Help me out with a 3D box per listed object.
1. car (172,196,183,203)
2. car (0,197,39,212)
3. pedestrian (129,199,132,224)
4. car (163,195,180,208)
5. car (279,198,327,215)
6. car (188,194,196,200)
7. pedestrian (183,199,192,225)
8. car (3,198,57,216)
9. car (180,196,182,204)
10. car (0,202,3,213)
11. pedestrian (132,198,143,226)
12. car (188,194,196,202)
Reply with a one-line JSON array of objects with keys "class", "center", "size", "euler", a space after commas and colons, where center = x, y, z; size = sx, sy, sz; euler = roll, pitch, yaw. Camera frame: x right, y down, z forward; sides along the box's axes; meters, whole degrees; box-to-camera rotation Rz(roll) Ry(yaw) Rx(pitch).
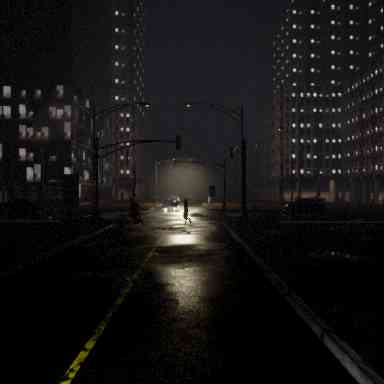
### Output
[{"class": "car", "center": [-3.013, 1.530, 70.933], "size": [2.033, 1.411, 5.357], "euler": [0, 0, 0]}, {"class": "car", "center": [-19.212, 1.360, 36.368], "size": [4.097, 1.590, 1.967], "euler": [0, -1, -1]}, {"class": "pedestrian", "center": [-4.113, 1.290, 23.295], "size": [0.375, 1.860, 0.375], "euler": [0, 0, 0]}, {"class": "car", "center": [-3.117, 1.560, 48.658], "size": [1.994, 1.385, 4.181], "euler": [0, 0, -1]}, {"class": "car", "center": [11.292, 1.418, 34.141], "size": [4.553, 1.767, 2.097], "euler": [0, 0, -1]}, {"class": "car", "center": [-0.016, 1.357, 88.998], "size": [2.033, 1.411, 5.357], "euler": [0, 0, 0]}, {"class": "pedestrian", "center": [-0.391, 1.293, 22.696], "size": [0.375, 1.860, 0.375], "euler": [0, 0, 0]}, {"class": "car", "center": [-15.058, 1.399, 30.514], "size": [5.008, 1.535, 1.882], "euler": [0, 0, -2]}, {"class": "car", "center": [-3.092, 1.346, 57.814], "size": [2.097, 1.767, 4.553], "euler": [0, 0, 0]}, {"class": "car", "center": [-18.900, 1.415, 27.732], "size": [4.829, 1.417, 1.752], "euler": [0, -1, -1]}, {"class": "pedestrian", "center": [-3.621, 1.293, 22.097], "size": [0.375, 1.860, 0.375], "euler": [0, 0, 0]}, {"class": "car", "center": [-0.013, 1.575, 79.023], "size": [1.895, 1.301, 4.718], "euler": [0, 0, 0]}]
